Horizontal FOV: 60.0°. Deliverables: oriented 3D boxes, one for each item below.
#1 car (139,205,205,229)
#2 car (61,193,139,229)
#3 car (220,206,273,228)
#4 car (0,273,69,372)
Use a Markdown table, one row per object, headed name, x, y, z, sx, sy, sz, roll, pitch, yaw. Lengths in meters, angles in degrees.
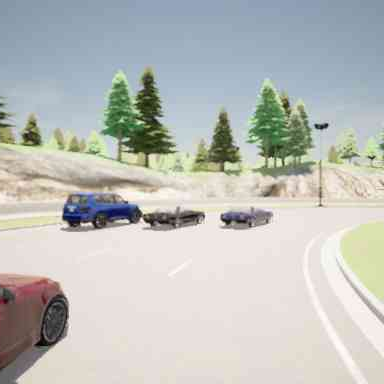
| name | x | y | z | sx | sy | sz | roll | pitch | yaw |
| --- | --- | --- | --- | --- | --- | --- | --- | --- | --- |
| car | -0.958 | 1.493 | 20.972 | 1.895 | 1.301 | 4.718 | 1 | 0 | 29 |
| car | -5.383 | 1.068 | 20.499 | 2.150 | 2.045 | 5.566 | 0 | 0 | 26 |
| car | 3.730 | 1.538 | 21.959 | 1.895 | 1.301 | 4.718 | 1 | 0 | 33 |
| car | -2.997 | 1.478 | 3.327 | 1.812 | 1.442 | 4.674 | 0 | 0 | 5 |
